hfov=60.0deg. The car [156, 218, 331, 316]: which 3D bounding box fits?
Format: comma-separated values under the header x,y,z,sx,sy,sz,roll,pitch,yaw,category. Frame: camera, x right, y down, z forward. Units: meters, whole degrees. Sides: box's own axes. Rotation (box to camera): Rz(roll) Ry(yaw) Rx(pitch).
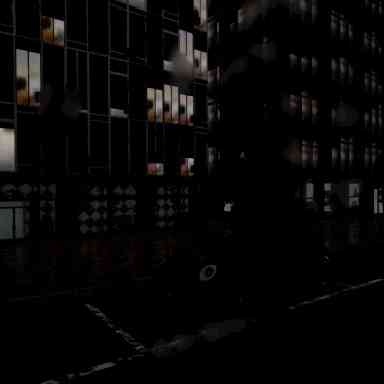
x,y,z,sx,sy,sz,roll,pitch,yaw,category
1.217,1.439,7.429,4.097,1.590,1.967,0,-1,-35,car
